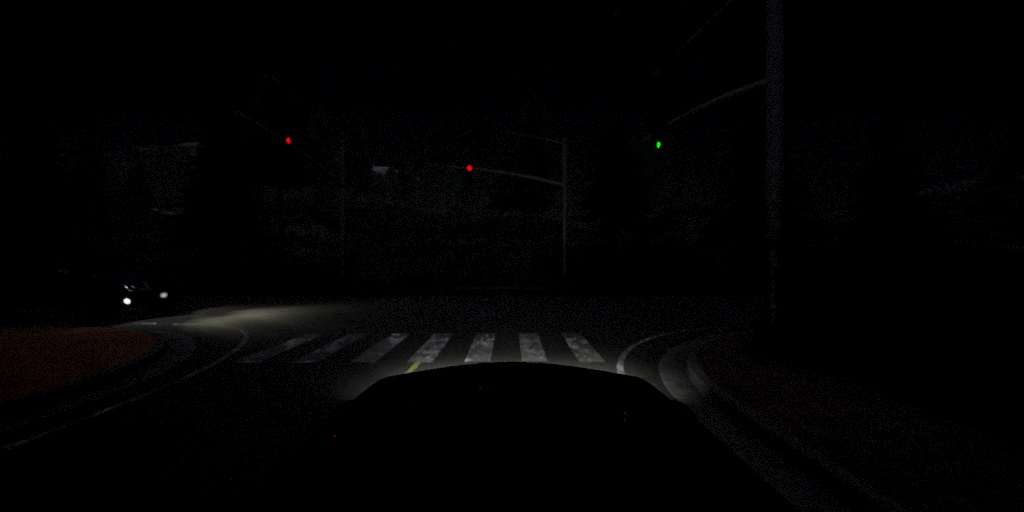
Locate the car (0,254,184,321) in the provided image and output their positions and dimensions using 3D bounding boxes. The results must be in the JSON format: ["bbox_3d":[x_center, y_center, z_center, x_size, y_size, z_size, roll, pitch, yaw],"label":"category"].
[{"bbox_3d":[-14.413,0.964,11.999,5.566,2.045,2.150,0,0,0],"label":"car"}]
